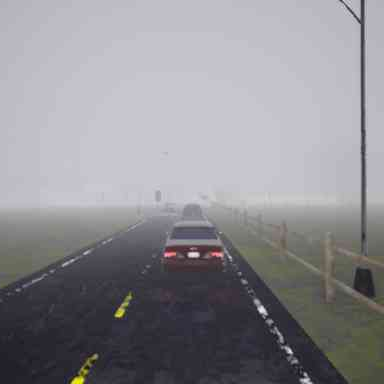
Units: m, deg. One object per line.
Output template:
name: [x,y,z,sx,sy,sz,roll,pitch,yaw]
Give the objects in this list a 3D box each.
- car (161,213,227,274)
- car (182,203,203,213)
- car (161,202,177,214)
car: [0.056,1.658,10.907,2.033,1.411,5.357,0,-1,0]
car: [0.061,1.803,31.687,1.882,1.535,5.008,0,-1,0]
car: [-2.853,1.993,43.029,2.033,1.411,5.357,0,-1,0]
